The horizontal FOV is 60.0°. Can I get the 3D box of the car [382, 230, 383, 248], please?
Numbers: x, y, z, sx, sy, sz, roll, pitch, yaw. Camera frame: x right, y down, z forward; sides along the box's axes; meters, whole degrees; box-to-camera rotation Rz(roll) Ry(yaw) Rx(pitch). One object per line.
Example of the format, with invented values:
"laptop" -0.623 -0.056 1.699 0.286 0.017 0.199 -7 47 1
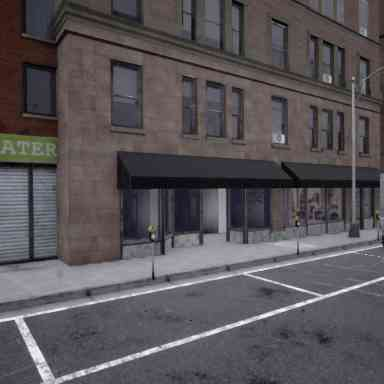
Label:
"car" 9.199 1.540 13.104 4.507 1.381 1.887 0 -1 -35
